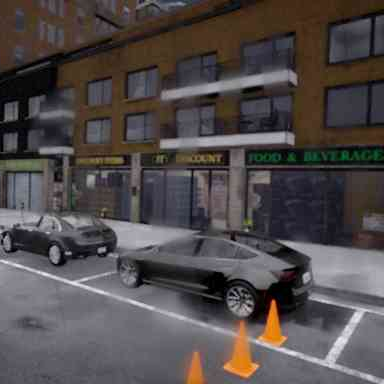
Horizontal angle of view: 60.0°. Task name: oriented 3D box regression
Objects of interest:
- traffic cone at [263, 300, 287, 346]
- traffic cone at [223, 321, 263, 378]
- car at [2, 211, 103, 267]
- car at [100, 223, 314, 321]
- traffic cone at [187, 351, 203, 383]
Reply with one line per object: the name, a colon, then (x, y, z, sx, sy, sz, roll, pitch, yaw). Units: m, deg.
traffic cone: (1.206, 1.908, 4.966, 0.340, 0.580, 0.340, 2, 1, 36)
traffic cone: (0.619, 1.906, 4.156, 0.340, 0.580, 0.340, 2, 1, 36)
car: (-4.208, 1.276, 10.298, 4.403, 1.369, 2.008, 2, 2, 36)
car: (0.310, 1.461, 7.019, 4.313, 1.339, 1.947, 2, 2, 36)
traffic cone: (0.032, 1.905, 3.347, 0.340, 0.580, 0.340, 2, 1, 36)
